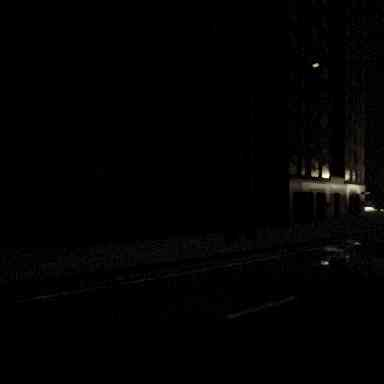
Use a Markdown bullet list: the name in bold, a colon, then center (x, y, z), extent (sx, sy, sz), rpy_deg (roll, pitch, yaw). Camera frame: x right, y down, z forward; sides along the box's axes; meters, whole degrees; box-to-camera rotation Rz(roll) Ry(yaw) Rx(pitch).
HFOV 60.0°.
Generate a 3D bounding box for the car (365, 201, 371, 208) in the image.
- **car**: center (43.374, 3.089, 85.335), extent (2.097, 1.767, 4.553), rpy_deg (0, -1, 12)

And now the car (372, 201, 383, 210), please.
- **car**: center (40.071, 3.030, 69.812), extent (1.994, 1.385, 4.181), rpy_deg (0, -1, 12)
